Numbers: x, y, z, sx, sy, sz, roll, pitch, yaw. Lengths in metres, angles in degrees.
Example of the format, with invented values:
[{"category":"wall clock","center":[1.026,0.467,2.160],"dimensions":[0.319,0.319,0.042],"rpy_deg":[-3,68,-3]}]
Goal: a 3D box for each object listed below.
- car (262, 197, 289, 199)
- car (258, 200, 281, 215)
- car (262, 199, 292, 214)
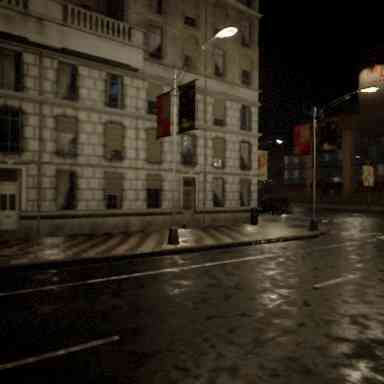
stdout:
[{"category":"car","center":[13.952,1.781,56.123],"dimensions":[2.150,2.045,5.566],"rpy_deg":[1,-1,-36]},{"category":"car","center":[7.606,1.969,39.072],"dimensions":[1.895,1.301,4.718],"rpy_deg":[1,-1,-36]},{"category":"car","center":[10.245,1.937,41.395],"dimensions":[1.812,1.442,4.674],"rpy_deg":[1,-1,-36]}]
